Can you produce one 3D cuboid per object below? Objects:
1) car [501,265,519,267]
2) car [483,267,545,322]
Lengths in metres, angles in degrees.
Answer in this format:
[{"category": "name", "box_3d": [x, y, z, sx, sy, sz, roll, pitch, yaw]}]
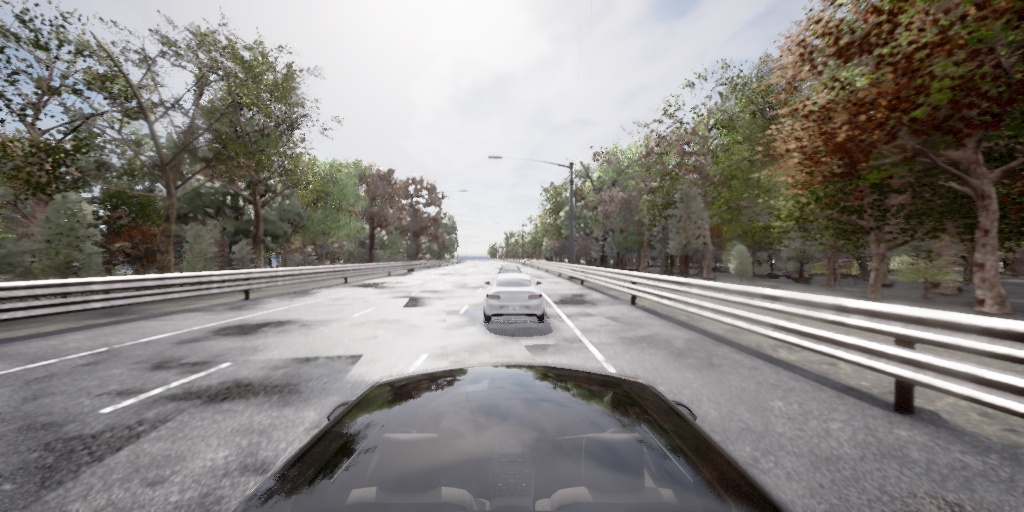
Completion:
[{"category": "car", "box_3d": [-0.177, 1.371, 29.607, 1.895, 1.301, 4.718, 0, 0, -1]}, {"category": "car", "box_3d": [0.049, 1.283, 12.143, 1.812, 1.442, 4.674, 0, 0, 0]}]
